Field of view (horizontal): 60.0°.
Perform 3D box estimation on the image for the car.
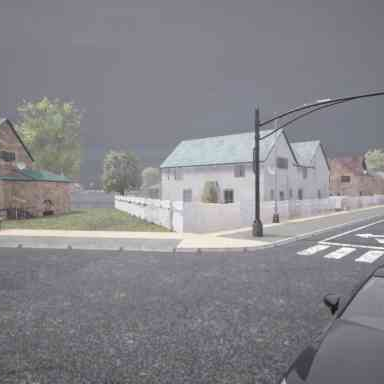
[{"bbox_3d":[2.561,1.524,3.463,1.812,1.442,4.674,0,0,42],"label":"car"}]
